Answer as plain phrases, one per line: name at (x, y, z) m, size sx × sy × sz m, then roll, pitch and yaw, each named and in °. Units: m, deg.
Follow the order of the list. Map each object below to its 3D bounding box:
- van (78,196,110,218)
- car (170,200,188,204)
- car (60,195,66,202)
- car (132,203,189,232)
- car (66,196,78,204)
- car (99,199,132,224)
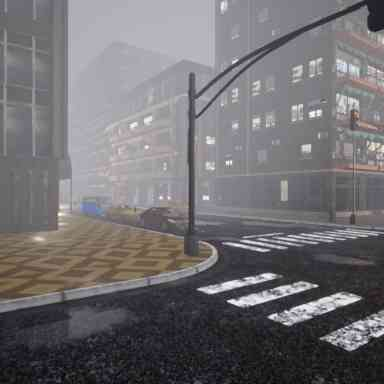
van at (-8.282, 1.265, 29.030) m, size 1.690 × 1.788 × 3.998 m, roll 0°, pitch 0°, yaw -36°
car at (-1.572, 1.488, 34.051) m, size 1.752 × 1.417 × 4.829 m, roll 0°, pitch 0°, yaw -36°
car at (-27.877, 1.361, 70.733) m, size 1.967 × 1.590 × 4.097 m, roll 0°, pitch 0°, yaw -36°
car at (-1.683, 1.526, 19.825) m, size 1.802 × 1.307 × 4.206 m, roll 0°, pitch 0°, yaw -36°
car at (-21.375, 1.448, 61.667) m, size 1.752 × 1.417 × 4.829 m, roll 0°, pitch 0°, yaw -36°
car at (-4.883, 1.459, 24.289) m, size 1.752 × 1.417 × 4.829 m, roll 0°, pitch 0°, yaw -36°
